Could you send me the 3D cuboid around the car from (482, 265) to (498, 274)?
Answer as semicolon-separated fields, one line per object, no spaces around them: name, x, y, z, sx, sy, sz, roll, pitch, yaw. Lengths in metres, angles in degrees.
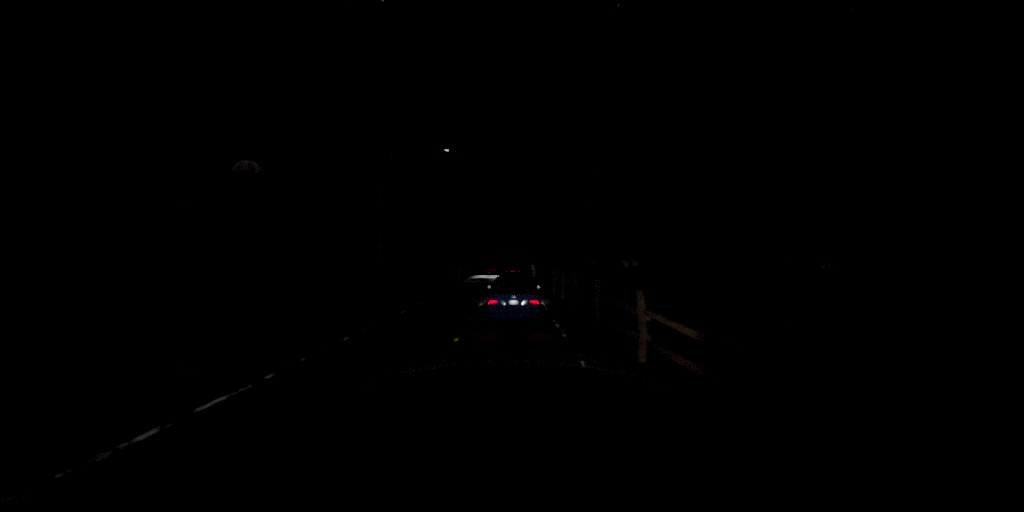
car;-2.867;1.807;47.526;1.895;1.301;4.718;0;-1;0

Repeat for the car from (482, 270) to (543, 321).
car;0.062;1.406;12.854;2.033;1.411;5.357;0;-1;0

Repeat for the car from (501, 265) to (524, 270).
car;0.066;1.549;32.860;2.128;1.511;4.902;0;-1;0
